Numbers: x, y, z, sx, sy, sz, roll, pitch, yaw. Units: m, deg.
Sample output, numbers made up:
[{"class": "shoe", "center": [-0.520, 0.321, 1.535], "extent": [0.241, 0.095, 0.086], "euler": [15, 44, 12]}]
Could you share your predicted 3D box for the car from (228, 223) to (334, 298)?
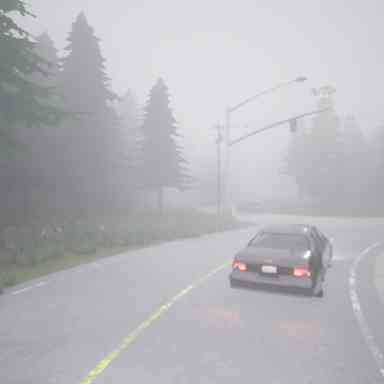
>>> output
[{"class": "car", "center": [2.563, 1.536, 8.684], "extent": [2.033, 1.411, 5.357], "euler": [0, 0, 25]}]

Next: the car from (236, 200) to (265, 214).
[{"class": "car", "center": [6.161, 1.547, 35.798], "extent": [1.994, 1.385, 4.181], "euler": [0, 0, -14]}]

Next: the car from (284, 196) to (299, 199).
[{"class": "car", "center": [20.076, 1.437, 65.778], "extent": [4.902, 1.511, 2.128], "euler": [0, 0, -43]}]

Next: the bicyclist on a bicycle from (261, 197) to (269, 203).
[{"class": "bicyclist on a bicycle", "center": [8.789, 1.430, 40.182], "extent": [1.656, 1.620, 0.582], "euler": [0, 0, -1]}]
